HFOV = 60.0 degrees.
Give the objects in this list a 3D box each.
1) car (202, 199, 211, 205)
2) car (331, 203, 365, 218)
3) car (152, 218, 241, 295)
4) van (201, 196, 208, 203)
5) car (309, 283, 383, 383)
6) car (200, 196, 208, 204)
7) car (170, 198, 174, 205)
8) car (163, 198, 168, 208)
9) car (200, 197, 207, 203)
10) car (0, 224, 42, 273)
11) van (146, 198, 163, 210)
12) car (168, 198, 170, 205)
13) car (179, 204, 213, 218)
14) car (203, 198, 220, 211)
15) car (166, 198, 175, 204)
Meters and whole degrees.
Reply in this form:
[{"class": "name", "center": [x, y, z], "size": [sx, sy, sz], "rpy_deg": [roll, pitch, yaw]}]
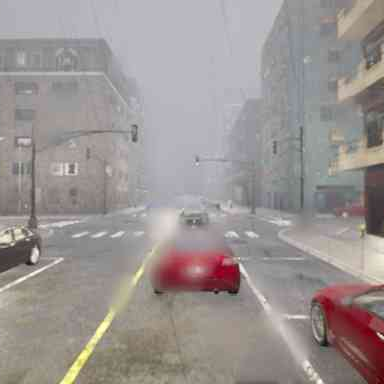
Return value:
[{"class": "car", "center": [3.027, 2.062, 69.923], "size": [1.802, 1.307, 4.206], "rpy_deg": [1, 0, 0]}, {"class": "car", "center": [15.556, 1.730, 31.437], "size": [4.507, 1.381, 1.887], "rpy_deg": [0, -1, 1]}, {"class": "car", "center": [0.105, 1.626, 8.923], "size": [1.994, 1.385, 4.181], "rpy_deg": [0, -1, 0]}, {"class": "van", "center": [3.143, 1.936, 86.935], "size": [1.690, 1.788, 3.998], "rpy_deg": [1, 0, 0]}, {"class": "car", "center": [2.669, 1.608, 3.545], "size": [1.802, 1.307, 4.206], "rpy_deg": [1, 0, 0]}, {"class": "car", "center": [2.990, 1.992, 64.254], "size": [2.008, 1.369, 4.403], "rpy_deg": [1, 0, 0]}, {"class": "car", "center": [-5.352, 2.047, 70.004], "size": [1.947, 1.339, 4.313], "rpy_deg": [1, 0, 0]}, {"class": "car", "center": [-5.464, 1.932, 52.992], "size": [1.947, 1.339, 4.313], "rpy_deg": [1, 0, 0]}, {"class": "car", "center": [3.177, 2.216, 92.604], "size": [1.802, 1.307, 4.206], "rpy_deg": [1, 0, 0]}, {"class": "car", "center": [-5.767, 1.617, 9.285], "size": [2.008, 1.369, 4.403], "rpy_deg": [1, 0, 0]}, {"class": "van", "center": [-5.574, 1.668, 47.331], "size": [1.690, 1.788, 3.998], "rpy_deg": [1, 0, 0]}, {"class": "car", "center": [-5.425, 1.844, 58.663], "size": [1.967, 1.590, 4.097], "rpy_deg": [1, 0, 0]}, {"class": "car", "center": [0.121, 1.724, 21.389], "size": [1.895, 1.301, 4.718], "rpy_deg": [-1, 1, 0]}, {"class": "car", "center": [2.975, 1.866, 45.666], "size": [2.008, 1.369, 4.403], "rpy_deg": [1, 0, 0]}, {"class": "car", "center": [-5.277, 2.103, 81.344], "size": [1.887, 1.381, 4.507], "rpy_deg": [1, 0, 0]}]
